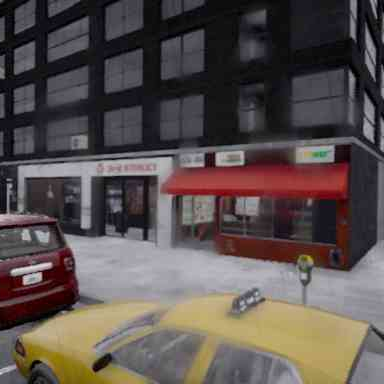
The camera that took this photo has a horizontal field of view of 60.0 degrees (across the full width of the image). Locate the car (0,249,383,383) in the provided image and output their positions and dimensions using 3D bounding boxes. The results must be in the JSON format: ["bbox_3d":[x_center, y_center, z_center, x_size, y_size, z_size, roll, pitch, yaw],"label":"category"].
[{"bbox_3d":[0.234,1.519,2.907,4.829,1.417,1.752,0,1,36],"label":"car"}]

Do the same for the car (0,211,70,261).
[{"bbox_3d":[-4.174,1.284,6.051,5.009,1.841,2.192,0,1,36],"label":"car"}]
